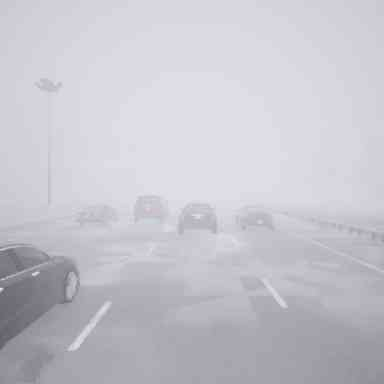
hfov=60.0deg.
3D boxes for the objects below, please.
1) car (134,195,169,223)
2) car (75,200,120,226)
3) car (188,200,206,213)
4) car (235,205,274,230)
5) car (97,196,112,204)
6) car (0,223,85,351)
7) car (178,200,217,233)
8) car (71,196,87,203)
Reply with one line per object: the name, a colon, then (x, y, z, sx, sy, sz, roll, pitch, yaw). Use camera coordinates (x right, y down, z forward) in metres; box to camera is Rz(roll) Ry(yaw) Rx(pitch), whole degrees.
car: (-3.082, 1.230, 25.867, 2.150, 2.045, 5.566, 0, 0, 1)
car: (-6.608, 1.565, 23.744, 2.033, 1.411, 5.357, 0, 0, 1)
car: (0.589, 1.601, 38.682, 1.895, 1.301, 4.718, 0, 0, 1)
car: (3.855, 1.517, 20.935, 1.812, 1.442, 4.674, 0, 0, 1)
car: (-17.018, 1.569, 64.671, 1.812, 1.442, 4.674, 0, 0, -2)
car: (-3.356, 1.513, 5.254, 1.837, 1.490, 4.892, 0, 0, 1)
car: (0.335, 1.352, 19.598, 2.097, 1.767, 4.553, 0, 0, 1)
car: (-24.537, 1.580, 72.499, 2.128, 1.511, 4.902, 0, 0, -4)
